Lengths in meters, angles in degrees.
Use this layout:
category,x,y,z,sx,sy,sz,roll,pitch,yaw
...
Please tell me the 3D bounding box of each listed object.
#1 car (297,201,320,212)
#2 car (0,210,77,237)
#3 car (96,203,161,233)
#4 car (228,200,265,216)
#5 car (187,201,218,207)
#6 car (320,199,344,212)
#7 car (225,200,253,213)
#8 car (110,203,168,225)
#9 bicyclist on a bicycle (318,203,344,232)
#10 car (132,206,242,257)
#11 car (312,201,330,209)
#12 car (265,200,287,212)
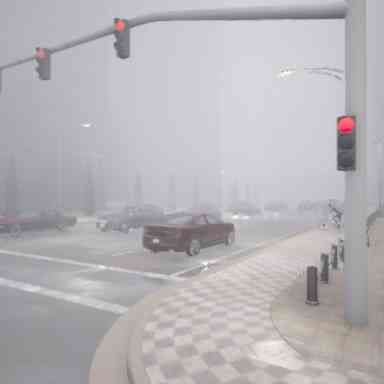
category,x,y,z,sx,sy,sz,roll,pitch,yaw
car,15.697,1.923,45.442,1.812,1.442,4.674,0,-1,32
car,-9.027,1.691,18.906,1.895,1.301,4.718,0,-1,32
car,-3.776,1.613,20.752,2.128,1.511,4.902,0,-1,31
car,6.100,1.857,36.849,1.994,1.385,4.181,0,-1,31
car,0.884,1.767,28.350,1.994,1.385,4.181,0,-1,31
car,18.703,1.743,43.649,2.097,1.767,4.553,0,-1,31
car,6.299,1.860,43.837,1.837,1.490,4.892,0,-1,32
car,-4.144,1.679,26.847,1.837,1.490,4.892,0,-1,32
bicyclist on a bicycle,8.088,1.444,19.090,1.656,1.620,0.582,0,-1,31
car,0.063,1.547,13.513,1.882,1.535,5.008,0,-1,32
car,21.078,2.093,54.269,1.895,1.301,4.718,0,-1,30
car,11.490,1.864,45.553,1.882,1.535,5.008,0,-1,32
